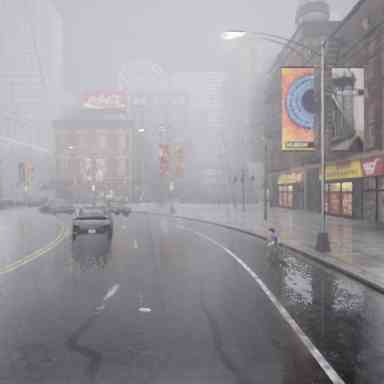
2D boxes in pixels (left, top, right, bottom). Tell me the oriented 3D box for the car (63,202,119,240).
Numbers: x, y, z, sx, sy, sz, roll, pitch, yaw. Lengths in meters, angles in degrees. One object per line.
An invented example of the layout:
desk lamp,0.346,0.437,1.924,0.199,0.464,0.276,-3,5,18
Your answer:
car,-4.999,1.491,16.937,2.128,1.511,4.902,0,0,-14

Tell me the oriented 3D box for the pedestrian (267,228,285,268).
pedestrian,2.402,1.574,9.716,0.375,1.300,0.375,0,0,-3

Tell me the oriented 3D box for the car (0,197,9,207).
car,-29.557,1.519,51.002,4.674,1.452,2.002,0,0,19

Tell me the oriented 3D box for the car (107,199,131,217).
car,-7.363,1.600,30.513,1.895,1.301,4.718,0,0,-34

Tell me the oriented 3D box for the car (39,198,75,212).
car,-16.237,1.504,39.974,4.892,1.490,1.837,0,0,38

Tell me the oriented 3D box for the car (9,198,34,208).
car,-24.241,1.594,48.863,4.718,1.301,1.895,0,0,29

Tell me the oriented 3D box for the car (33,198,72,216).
car,-13.358,1.546,32.636,2.033,1.411,5.357,0,0,-43
